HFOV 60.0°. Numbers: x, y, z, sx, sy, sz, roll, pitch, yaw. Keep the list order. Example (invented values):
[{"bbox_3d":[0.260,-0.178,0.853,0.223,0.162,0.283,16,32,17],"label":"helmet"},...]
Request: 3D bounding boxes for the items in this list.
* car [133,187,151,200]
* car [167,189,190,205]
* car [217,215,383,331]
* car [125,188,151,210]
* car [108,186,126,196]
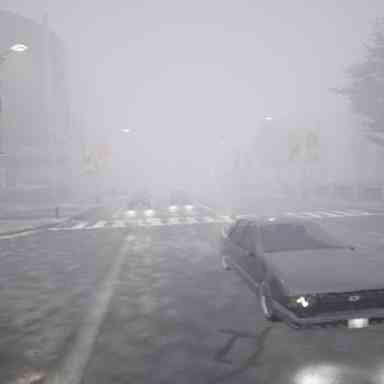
[{"bbox_3d":[-6.767,0.187,44.588,2.128,1.511,4.902,-2,2,-11],"label":"car"},{"bbox_3d":[-1.345,0.449,32.791,1.812,1.442,4.674,-2,2,-7],"label":"car"},{"bbox_3d":[1.829,1.239,6.946,2.033,1.411,5.357,-2,2,-7],"label":"car"},{"bbox_3d":[-4.556,0.672,29.113,1.812,1.442,4.674,-2,2,-7],"label":"car"},{"bbox_3d":[-13.439,-0.210,60.411,2.097,1.767,4.553,-3,2,-38],"label":"car"}]
